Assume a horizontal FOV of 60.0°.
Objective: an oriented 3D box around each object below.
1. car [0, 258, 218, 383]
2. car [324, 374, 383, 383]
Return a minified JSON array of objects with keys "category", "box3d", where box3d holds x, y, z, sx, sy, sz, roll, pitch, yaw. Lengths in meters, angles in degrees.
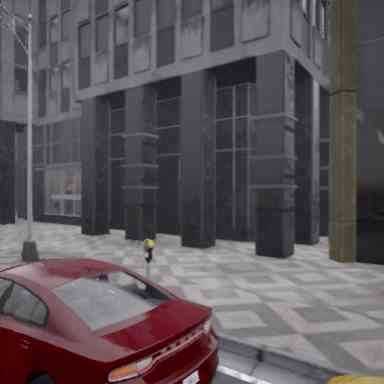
[{"category":"car","box3d":[-1.827,1.542,4.264,4.507,1.381,1.887,0,0,36]},{"category":"car","box3d":[2.626,1.526,1.088,4.829,1.417,1.752,0,0,36]}]
